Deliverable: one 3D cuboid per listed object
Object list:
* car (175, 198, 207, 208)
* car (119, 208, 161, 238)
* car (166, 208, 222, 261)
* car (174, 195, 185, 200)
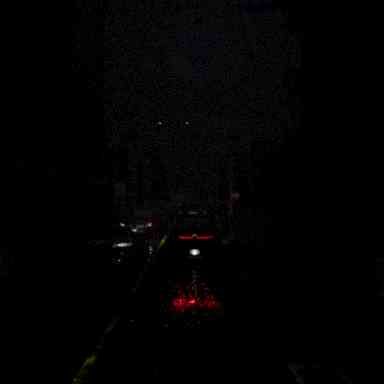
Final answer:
[{"bbox_3d":[0.083,1.507,23.766,2.097,1.767,4.553,0,0,0],"label":"car"},{"bbox_3d":[-2.844,1.653,18.870,1.812,1.442,4.674,0,0,0],"label":"car"},{"bbox_3d":[0.082,1.595,12.601,1.837,1.490,4.892,0,0,0],"label":"car"},{"bbox_3d":[-2.578,1.940,77.197,2.128,1.511,4.902,0,0,0],"label":"car"}]
